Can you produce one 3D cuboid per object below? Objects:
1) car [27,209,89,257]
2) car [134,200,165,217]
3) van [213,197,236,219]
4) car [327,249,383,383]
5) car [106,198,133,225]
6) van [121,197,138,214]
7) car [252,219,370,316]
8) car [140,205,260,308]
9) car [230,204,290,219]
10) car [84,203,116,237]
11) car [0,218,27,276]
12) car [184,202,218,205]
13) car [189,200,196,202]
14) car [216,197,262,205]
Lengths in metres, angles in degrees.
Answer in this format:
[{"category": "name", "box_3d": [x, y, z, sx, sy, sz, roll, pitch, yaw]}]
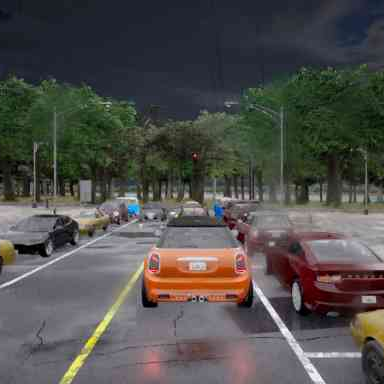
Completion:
[{"category": "car", "box_3d": [-5.753, 1.567, 12.869, 1.947, 1.339, 4.313, 0, 0, 0]}, {"category": "car", "box_3d": [-2.977, 1.532, 26.563, 2.128, 1.511, 4.902, 0, 0, 0]}, {"category": "van", "box_3d": [2.786, 1.346, 29.174, 1.690, 1.788, 3.998, 0, 0, 0]}, {"category": "car", "box_3d": [2.762, 1.525, 2.156, 1.752, 1.417, 4.829, 0, 0, 0]}, {"category": "car", "box_3d": [-5.744, 1.443, 23.744, 1.967, 1.590, 4.097, 0, 0, 0]}, {"category": "van", "box_3d": [-5.739, 1.346, 29.182, 1.690, 1.788, 3.998, 0, 0, 0]}, {"category": "car", "box_3d": [2.767, 1.545, 7.424, 1.887, 1.381, 4.507, 0, 0, 0]}, {"category": "car", "box_3d": [0.106, 1.352, 8.096, 2.097, 1.767, 4.553, 0, 0, 0]}, {"category": "car", "box_3d": [2.772, 1.441, 12.861, 1.967, 1.590, 4.097, 0, 0, 0]}, {"category": "car", "box_3d": [-5.749, 1.527, 18.136, 1.752, 1.417, 4.829, 0, 0, 0]}, {"category": "car", "box_3d": [-5.758, 1.526, 7.261, 1.752, 1.417, 4.829, 0, 0, 0]}, {"category": "car", "box_3d": [0.113, 1.493, 17.310, 2.128, 1.511, 4.902, 0, 0, 0]}, {"category": "car", "box_3d": [0.021, 1.461, 27.255, 1.801, 1.575, 5.366, 0, 0, 1]}, {"category": "car", "box_3d": [2.776, 1.317, 18.299, 2.192, 1.841, 5.009, 0, 0, 0]}]
